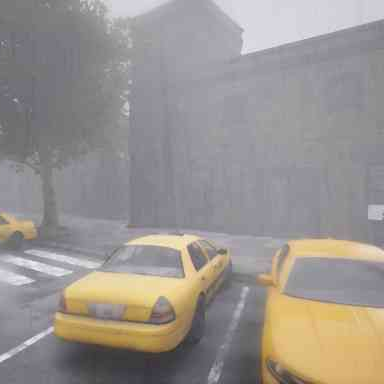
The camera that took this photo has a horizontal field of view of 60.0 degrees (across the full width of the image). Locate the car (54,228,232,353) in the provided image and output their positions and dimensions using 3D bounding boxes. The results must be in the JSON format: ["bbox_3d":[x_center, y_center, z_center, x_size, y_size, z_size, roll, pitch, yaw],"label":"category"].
[{"bbox_3d":[-0.372,1.474,6.581,1.946,1.575,5.366,1,0,16],"label":"car"}]

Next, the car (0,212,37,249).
[{"bbox_3d":[-7.805,1.359,11.463,1.946,1.575,5.366,1,0,16],"label":"car"}]

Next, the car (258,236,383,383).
[{"bbox_3d":[2.036,1.484,4.674,2.097,1.535,5.008,1,0,15],"label":"car"}]
